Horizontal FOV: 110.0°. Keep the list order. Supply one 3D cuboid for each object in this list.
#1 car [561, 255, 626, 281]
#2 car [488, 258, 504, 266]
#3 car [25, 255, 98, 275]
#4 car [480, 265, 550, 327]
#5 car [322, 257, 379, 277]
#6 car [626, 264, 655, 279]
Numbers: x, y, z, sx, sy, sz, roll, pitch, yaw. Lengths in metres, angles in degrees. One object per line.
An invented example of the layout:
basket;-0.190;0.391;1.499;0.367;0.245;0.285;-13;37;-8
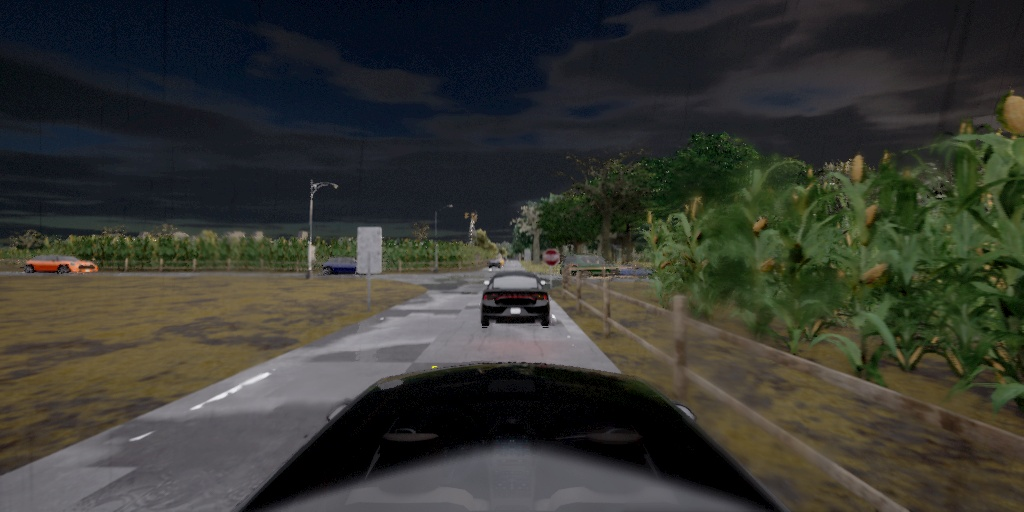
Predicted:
car;6.752;1.002;30.608;5.566;2.045;2.150;2;-2;-30
car;-2.691;1.276;56.102;2.033;1.411;5.357;0;0;1
car;-39.901;0.723;31.836;4.553;1.767;2.097;0;-1;0
car;0.093;1.222;11.462;1.882;1.535;5.008;0;0;0
car;-14.201;0.896;31.760;4.553;1.767;2.097;1;-1;0
car;11.453;1.510;35.617;5.357;1.411;2.033;1;-1;5
